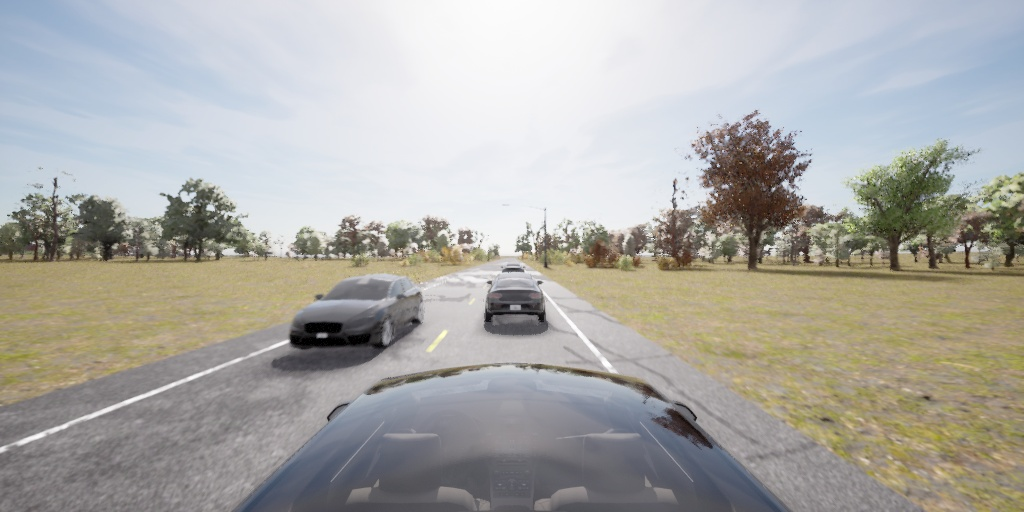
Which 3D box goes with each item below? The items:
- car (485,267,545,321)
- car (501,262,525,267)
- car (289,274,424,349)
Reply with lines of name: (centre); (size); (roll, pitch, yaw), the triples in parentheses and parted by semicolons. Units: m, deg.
car: (0.099, 1.277, 12.345); (1.812, 1.442, 4.674); (0, 0, 0)
car: (0.096, 1.258, 30.203); (1.837, 1.490, 4.892); (0, 0, 0)
car: (-3.601, 1.256, 9.225); (1.837, 1.490, 4.892); (0, 0, 0)
